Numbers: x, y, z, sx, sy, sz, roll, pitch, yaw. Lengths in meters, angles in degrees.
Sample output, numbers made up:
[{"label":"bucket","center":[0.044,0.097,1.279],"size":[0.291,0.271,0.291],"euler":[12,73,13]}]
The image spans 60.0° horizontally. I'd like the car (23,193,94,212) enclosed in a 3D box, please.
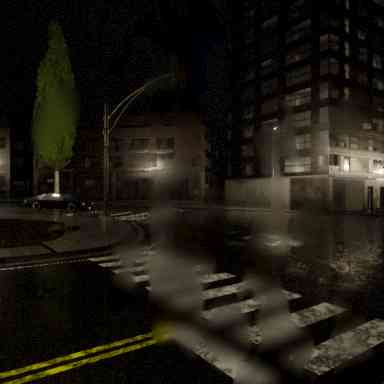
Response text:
[{"label":"car","center":[-10.534,0.786,26.305],"size":[5.357,1.411,2.033],"euler":[1,0,11]}]
